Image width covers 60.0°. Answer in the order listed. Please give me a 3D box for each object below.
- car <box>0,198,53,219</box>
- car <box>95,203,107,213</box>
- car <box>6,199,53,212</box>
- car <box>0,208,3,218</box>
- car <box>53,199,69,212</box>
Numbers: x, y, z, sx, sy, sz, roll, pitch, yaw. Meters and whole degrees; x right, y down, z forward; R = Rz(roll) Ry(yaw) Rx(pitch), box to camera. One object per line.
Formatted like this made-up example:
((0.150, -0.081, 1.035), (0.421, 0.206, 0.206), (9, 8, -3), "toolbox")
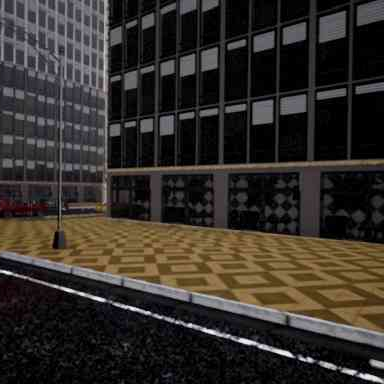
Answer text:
((-16.207, 1.495, 31.100), (2.192, 1.841, 5.009), (1, 0, 37), "car")
((-9.384, 1.806, 40.293), (1.752, 1.417, 4.829), (1, 0, 37), "car")
((-19.679, 1.612, 40.484), (1.752, 1.417, 4.829), (1, 0, 37), "car")
((-7.360, 1.339, 8.958), (4.553, 1.767, 2.097), (0, 0, 36), "car")
((-17.099, 1.642, 39.599), (1.837, 1.490, 4.892), (1, 0, 37), "car")
